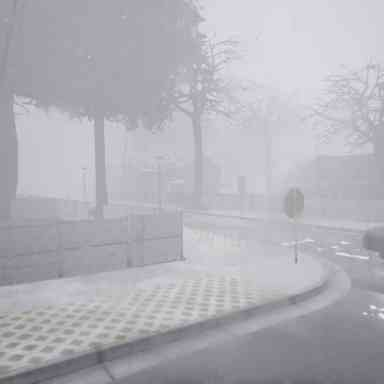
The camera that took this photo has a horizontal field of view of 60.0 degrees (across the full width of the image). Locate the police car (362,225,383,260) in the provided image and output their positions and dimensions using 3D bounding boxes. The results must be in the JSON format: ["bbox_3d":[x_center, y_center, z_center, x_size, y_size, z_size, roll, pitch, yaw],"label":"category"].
[{"bbox_3d":[7.765,1.498,9.549,2.038,1.542,4.974,-1,2,-35],"label":"police car"}]
